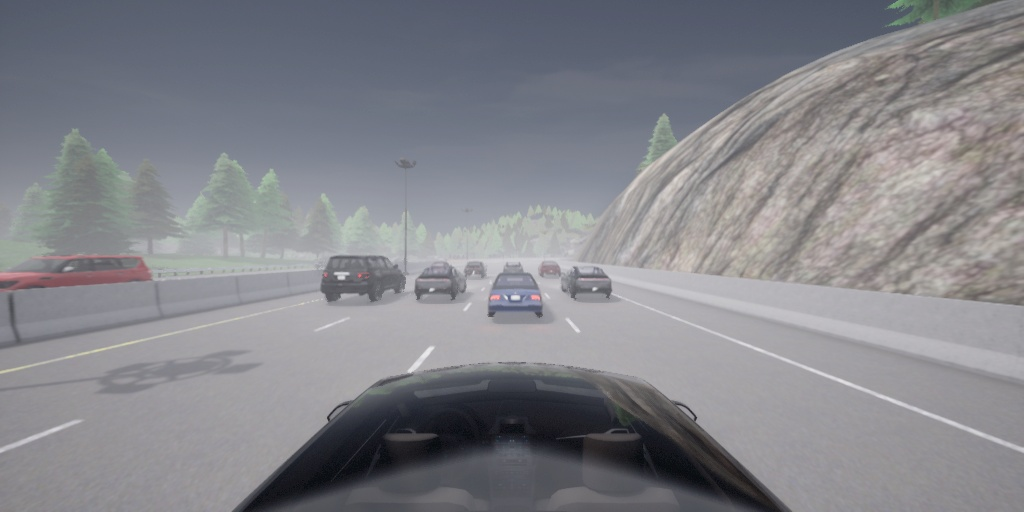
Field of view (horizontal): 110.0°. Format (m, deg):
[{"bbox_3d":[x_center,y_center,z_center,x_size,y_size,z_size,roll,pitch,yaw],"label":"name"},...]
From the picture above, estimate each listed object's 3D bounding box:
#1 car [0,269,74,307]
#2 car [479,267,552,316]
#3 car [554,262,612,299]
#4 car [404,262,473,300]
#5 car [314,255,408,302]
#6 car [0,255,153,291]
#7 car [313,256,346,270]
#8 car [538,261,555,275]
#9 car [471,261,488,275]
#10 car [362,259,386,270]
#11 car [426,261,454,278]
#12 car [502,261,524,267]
[{"bbox_3d":[-21.097,1.309,14.347,1.994,1.385,4.181,0,0,0],"label":"car"},{"bbox_3d":[0.103,1.294,13.266,2.033,1.411,5.357,0,0,0],"label":"car"},{"bbox_3d":[3.604,1.237,18.014,2.128,1.511,4.902,0,0,0],"label":"car"},{"bbox_3d":[-3.396,1.236,17.647,2.128,1.511,4.902,0,0,0],"label":"car"},{"bbox_3d":[-6.896,0.967,17.187,2.150,2.045,5.566,0,0,0],"label":"car"},{"bbox_3d":[-17.597,0.967,14.163,2.150,2.045,5.566,0,0,0],"label":"car"},{"bbox_3d":[-28.004,0.953,55.207,2.150,2.045,5.566,0,0,1],"label":"car"},{"bbox_3d":[3.609,1.217,35.372,1.882,1.535,5.008,0,0,0],"label":"car"},{"bbox_3d":[-3.391,1.245,33.899,1.837,1.490,4.892,0,0,0],"label":"car"},{"bbox_3d":[-21.002,1.238,54.764,1.837,1.490,4.892,0,0,1],"label":"car"},{"bbox_3d":[-6.905,1.265,34.845,1.812,1.442,4.674,0,0,0],"label":"car"},{"bbox_3d":[0.108,1.232,33.799,2.128,1.511,4.902,0,0,0],"label":"car"}]
